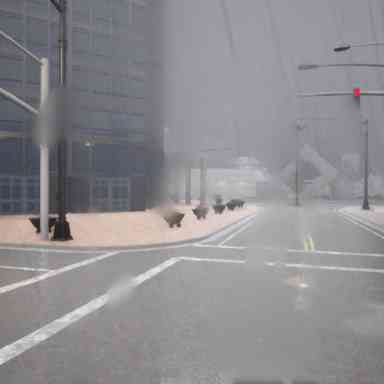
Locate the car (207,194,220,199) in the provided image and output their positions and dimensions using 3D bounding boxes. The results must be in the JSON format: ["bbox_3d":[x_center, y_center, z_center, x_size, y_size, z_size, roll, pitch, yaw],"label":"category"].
[{"bbox_3d":[5.762,1.196,87.872,2.128,1.511,4.902,0,0,31],"label":"car"}]

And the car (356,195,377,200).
[{"bbox_3d":[43.252,1.407,84.569,2.033,1.411,5.357,0,0,-35],"label":"car"}]
